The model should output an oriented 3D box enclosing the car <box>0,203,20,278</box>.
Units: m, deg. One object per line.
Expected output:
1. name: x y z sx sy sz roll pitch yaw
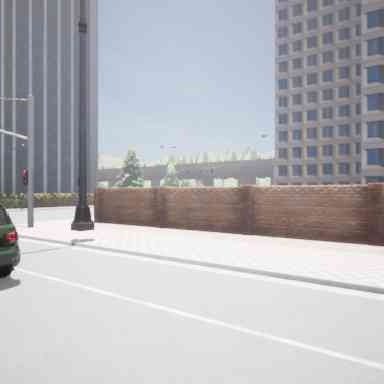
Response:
1. car: -6.786 1.221 8.819 5.566 2.045 2.150 0 0 35
